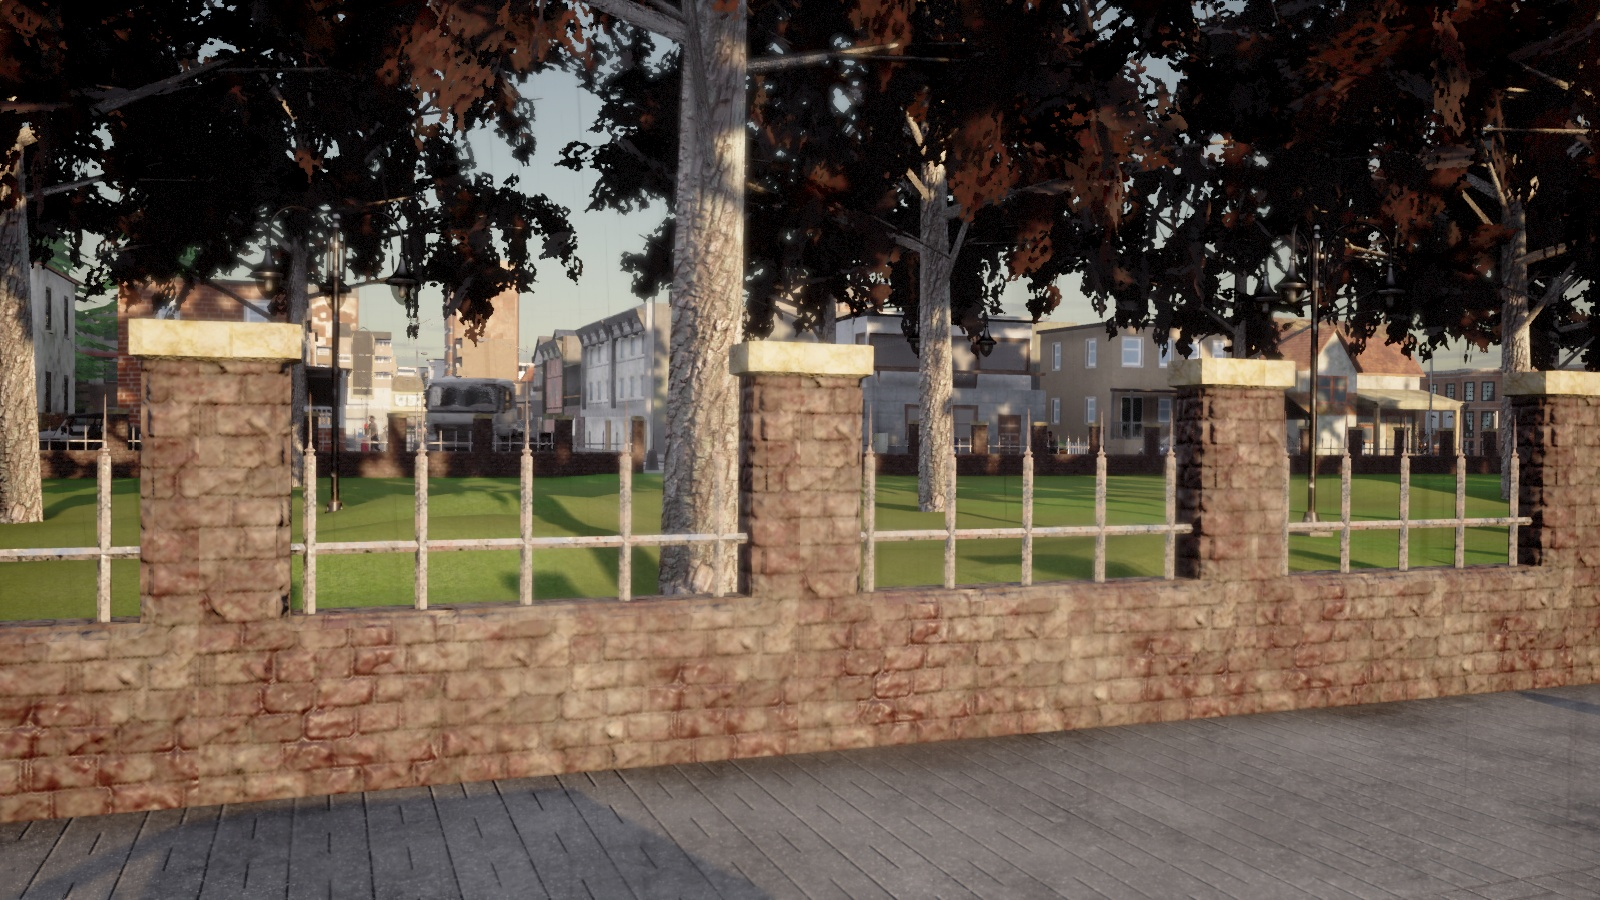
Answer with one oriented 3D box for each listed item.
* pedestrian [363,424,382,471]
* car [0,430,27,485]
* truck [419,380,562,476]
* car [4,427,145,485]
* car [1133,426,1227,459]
[{"bbox_3d":[-16.740,-0.112,49.188,0.345,1.836,0.594,0,1,32],"label":"pedestrian"},{"bbox_3d":[-26.395,0.246,37.824,5.027,1.651,2.152,-1,1,-24],"label":"car"},{"bbox_3d":[-12.007,-0.862,49.632,2.891,3.462,7.936,0,1,6],"label":"truck"},{"bbox_3d":[-24.669,0.164,42.845,3.866,1.878,1.905,-1,1,-20],"label":"car"},{"bbox_3d":[17.850,-0.389,59.012,3.806,1.475,1.970,-1,1,-21],"label":"car"}]
